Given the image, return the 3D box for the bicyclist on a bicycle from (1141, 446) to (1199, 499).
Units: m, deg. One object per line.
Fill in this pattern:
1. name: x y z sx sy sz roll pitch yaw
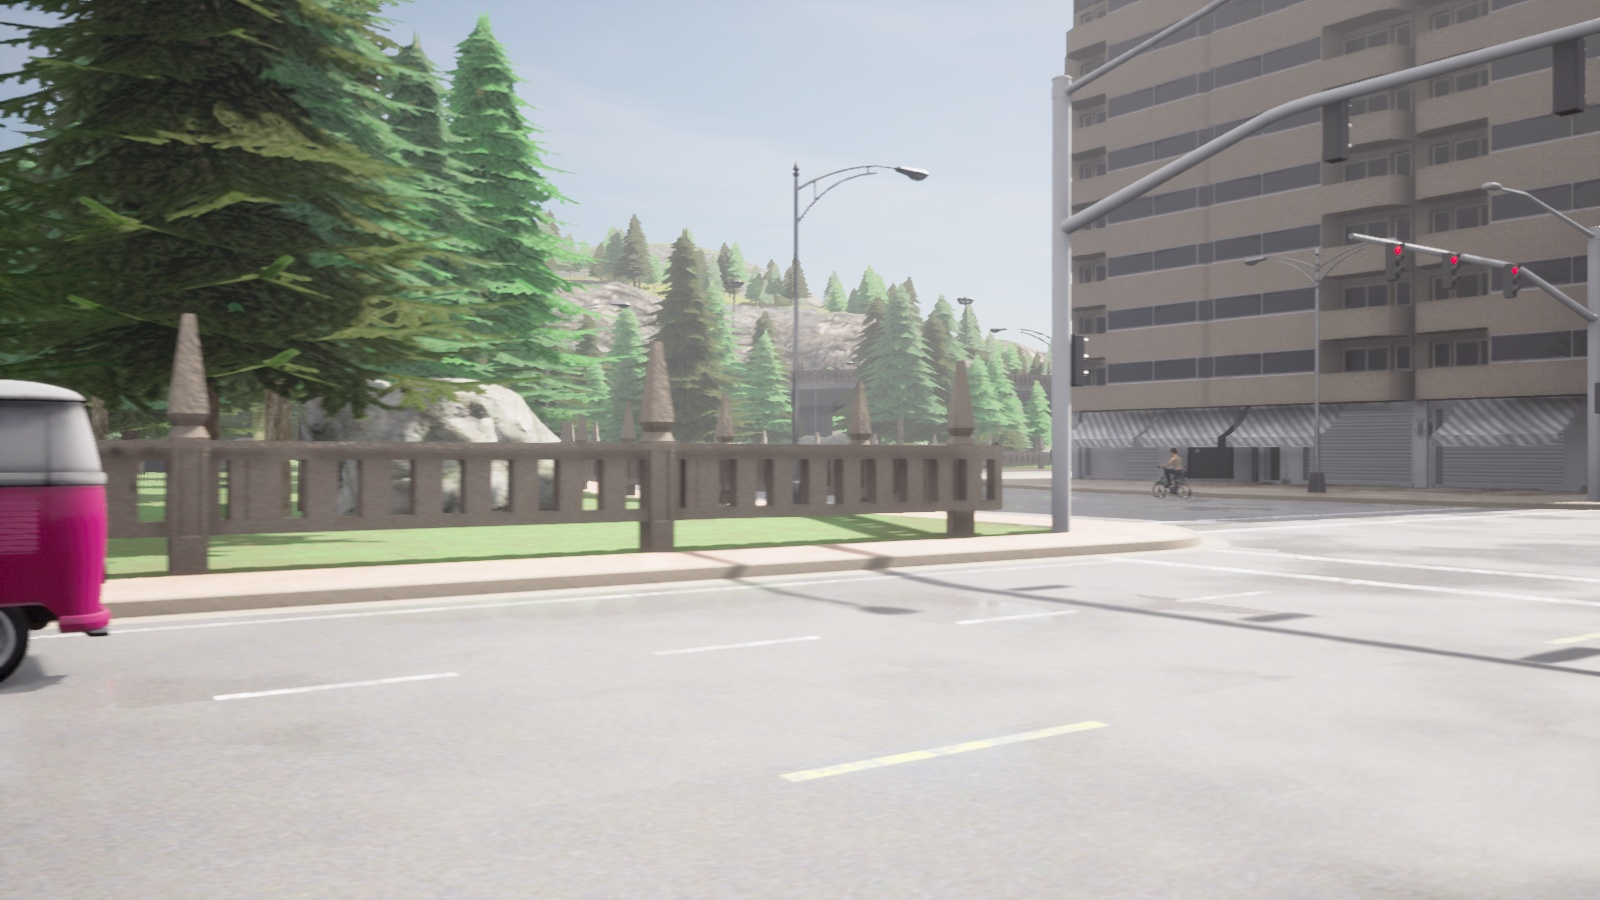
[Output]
1. bicyclist on a bicycle: 11.514 0.697 39.111 0.866 1.612 1.509 0 0 -33

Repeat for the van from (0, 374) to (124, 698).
1. van: -6.678 0.530 7.541 4.442 1.987 1.775 0 0 -35
